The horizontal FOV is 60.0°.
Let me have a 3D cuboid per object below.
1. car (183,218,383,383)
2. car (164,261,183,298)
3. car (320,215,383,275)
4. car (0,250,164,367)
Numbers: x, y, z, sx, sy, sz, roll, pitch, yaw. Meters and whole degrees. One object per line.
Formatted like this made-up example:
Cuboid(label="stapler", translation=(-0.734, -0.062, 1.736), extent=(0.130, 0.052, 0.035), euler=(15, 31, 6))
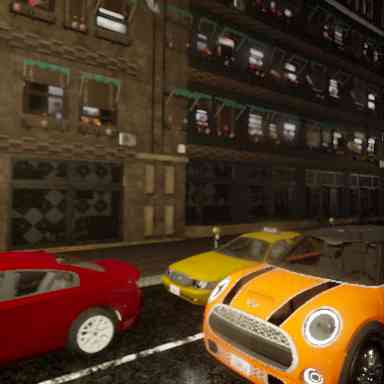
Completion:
Cuboid(label="car", translation=(2.373, 1.354, 5.072), extent=(4.553, 1.767, 2.097), euler=(0, 0, -35))
Cuboid(label="car", translation=(1.644, 1.528, 7.675), extent=(4.829, 1.417, 1.752), euler=(0, 1, -35))
Cuboid(label="car", translation=(6.409, 1.572, 11.076), extent=(4.313, 1.339, 1.947), euler=(0, 1, -35))
Cuboid(label="car", translation=(-2.845, 1.545, 4.472), extent=(4.507, 1.381, 1.887), euler=(0, 1, -35))
